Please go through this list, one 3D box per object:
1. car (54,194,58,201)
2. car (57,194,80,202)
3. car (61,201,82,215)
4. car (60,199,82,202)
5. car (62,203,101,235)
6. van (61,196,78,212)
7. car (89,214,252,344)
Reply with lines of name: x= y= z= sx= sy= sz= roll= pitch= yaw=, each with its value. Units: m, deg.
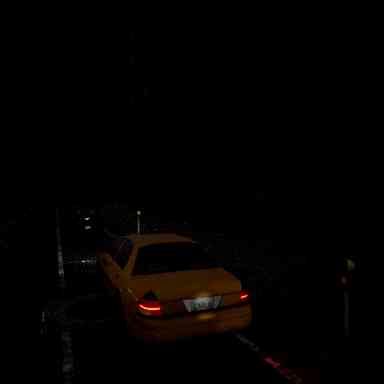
car: x=-31.408 y=1.471 z=79.659 sx=1.967 sy=1.590 sz=4.097 roll=0 pitch=0 yaw=-24
car: x=-12.362 y=1.317 z=34.063 sx=2.192 sy=1.841 sz=5.009 roll=0 pitch=0 yaw=-22
car: x=-8.163 y=1.552 z=23.844 sx=2.008 sy=1.369 sz=4.403 roll=0 pitch=0 yaw=-22
car: x=-10.262 y=1.567 z=28.953 sx=1.947 sy=1.339 sz=4.313 roll=0 pitch=0 yaw=-22
car: x=-6.063 y=1.552 z=18.735 sx=2.008 sy=1.369 sz=4.403 roll=0 pitch=0 yaw=-22
van: x=-14.461 y=1.343 z=39.172 sx=1.690 sy=1.788 sz=3.998 roll=0 pitch=0 yaw=-22
car: x=-0.834 y=1.457 z=6.777 sx=1.801 sy=1.575 sz=5.366 roll=0 pitch=0 yaw=-22
